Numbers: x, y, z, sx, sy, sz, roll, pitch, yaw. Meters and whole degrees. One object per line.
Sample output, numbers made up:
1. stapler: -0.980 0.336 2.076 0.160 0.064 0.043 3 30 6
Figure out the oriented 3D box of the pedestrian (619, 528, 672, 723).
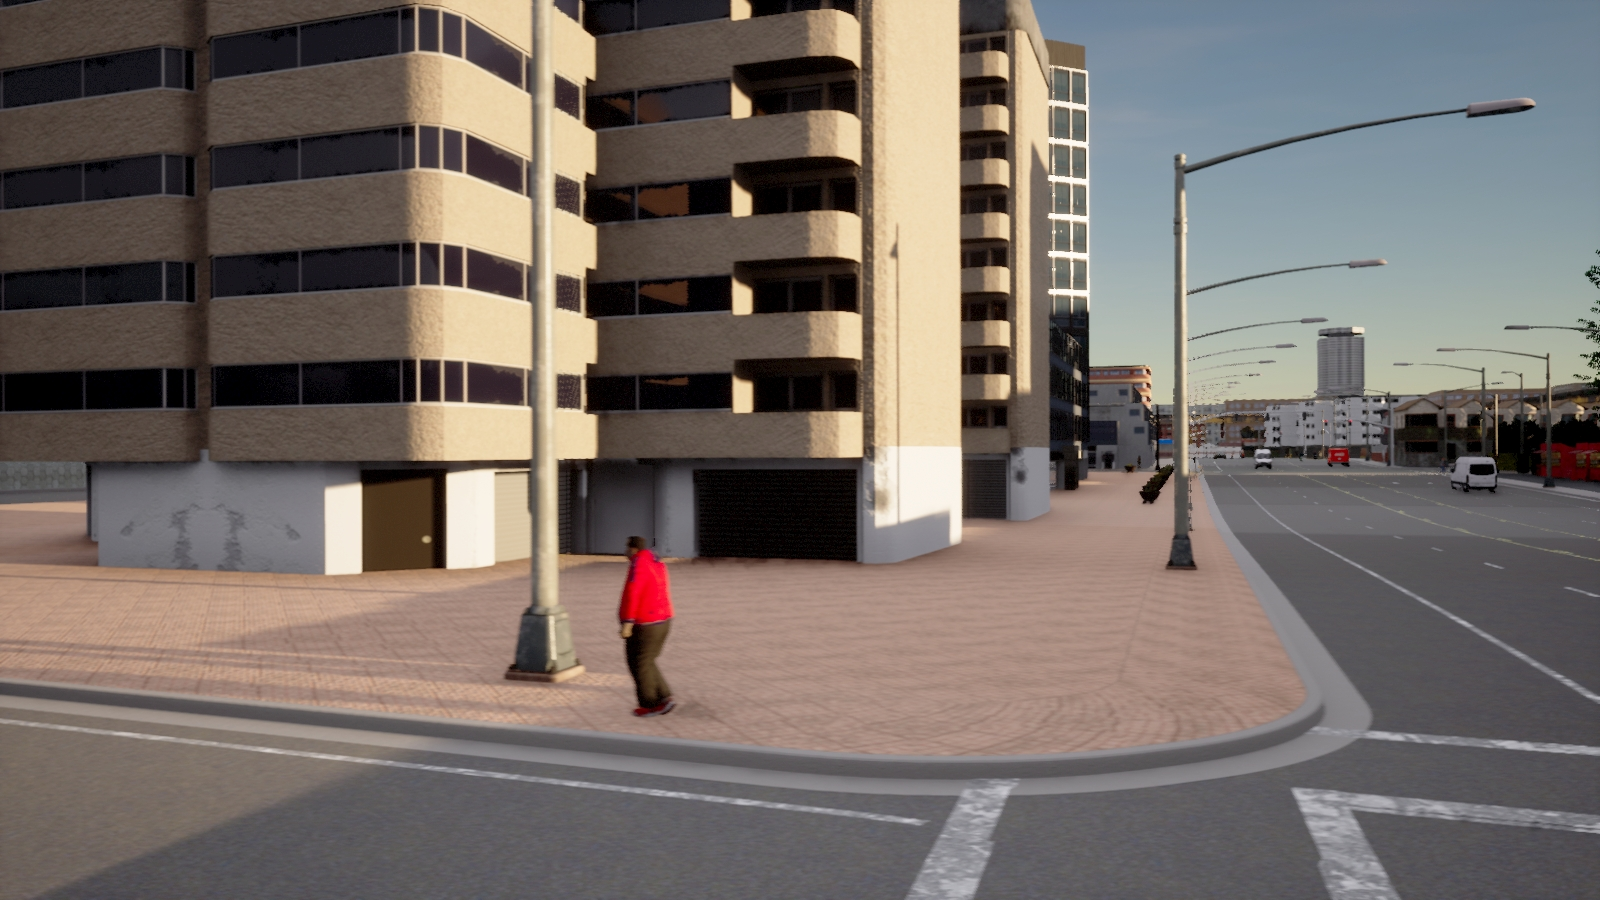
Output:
1. pedestrian: -1.525 1.712 11.288 0.375 1.860 0.375 0 0 20
